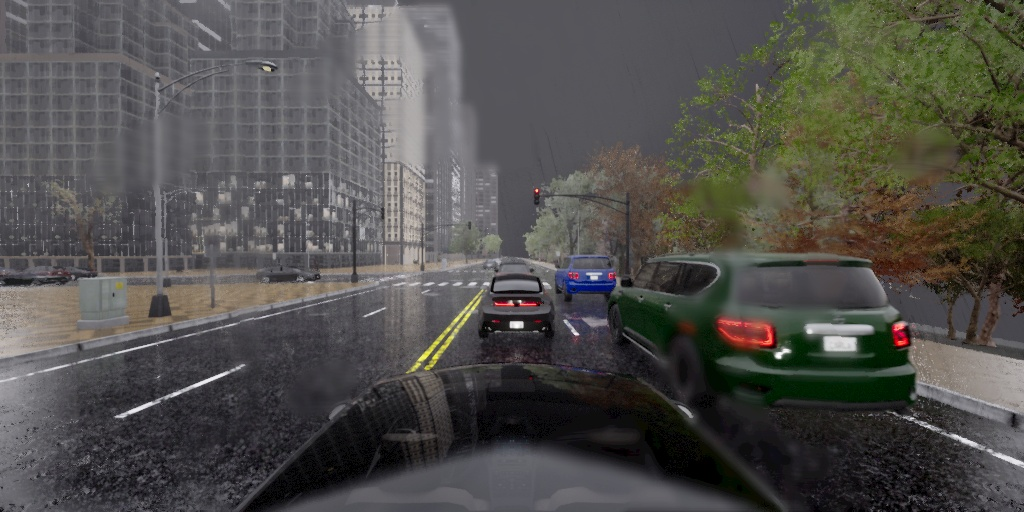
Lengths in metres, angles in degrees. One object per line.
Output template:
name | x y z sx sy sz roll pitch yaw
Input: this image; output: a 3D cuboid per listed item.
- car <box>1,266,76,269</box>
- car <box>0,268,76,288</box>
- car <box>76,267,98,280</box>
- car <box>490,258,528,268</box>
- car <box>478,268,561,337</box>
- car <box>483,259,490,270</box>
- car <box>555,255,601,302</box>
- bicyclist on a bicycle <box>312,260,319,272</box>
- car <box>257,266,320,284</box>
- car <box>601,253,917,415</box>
car | -49.395 1.834 37.505 4.553 1.767 2.097 -1 0 1
car | -41.244 2.013 30.807 4.718 1.301 1.895 -1 1 0
car | -50.146 1.971 40.747 4.892 1.490 1.837 -1 1 1
car | 0.116 1.099 19.297 2.097 1.767 4.553 0 0 0
car | 0.111 1.253 10.238 1.837 1.490 4.892 0 0 0
car | -3.228 1.229 53.626 2.128 1.511 4.902 0 0 0
car | 3.348 0.969 17.128 2.150 2.045 5.566 0 0 1
bicyclist on a bicycle | -24.557 1.327 44.776 0.582 1.620 1.656 -1 1 0
car | -19.012 1.566 30.635 4.892 1.490 1.837 -1 1 1
car | 3.339 0.972 6.277 2.150 2.045 5.566 0 0 1
